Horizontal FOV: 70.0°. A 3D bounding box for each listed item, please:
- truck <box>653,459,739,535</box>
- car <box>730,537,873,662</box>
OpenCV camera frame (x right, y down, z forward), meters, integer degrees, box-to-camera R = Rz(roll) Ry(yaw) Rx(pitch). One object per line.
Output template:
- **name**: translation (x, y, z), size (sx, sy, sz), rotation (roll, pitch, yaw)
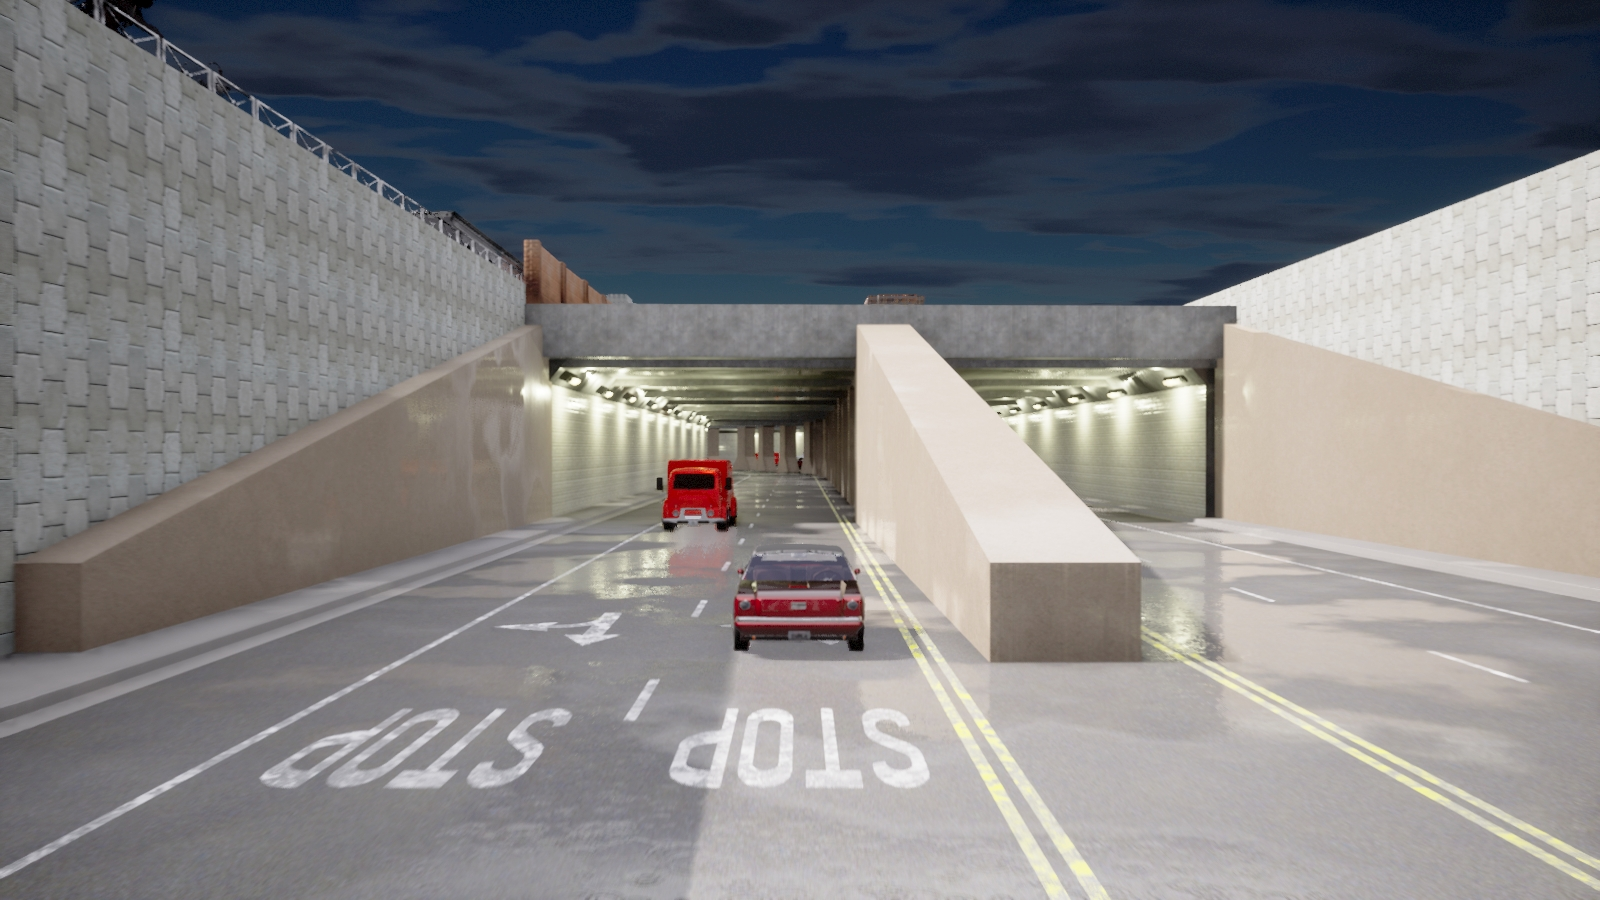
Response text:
- **truck**: translation (-3.563, 1.564, 40.257), size (2.627, 2.467, 5.204), rotation (0, 0, -1)
- **car**: translation (0.016, 2.154, 17.481), size (1.895, 1.301, 4.718), rotation (0, 0, 0)
